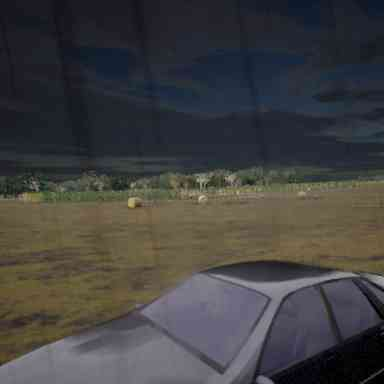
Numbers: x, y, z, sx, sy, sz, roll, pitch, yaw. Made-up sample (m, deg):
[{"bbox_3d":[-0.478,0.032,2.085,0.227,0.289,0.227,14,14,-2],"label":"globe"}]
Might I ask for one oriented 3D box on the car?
[{"bbox_3d":[0.776,1.545,3.637,5.357,1.411,2.033,0,0,-36],"label":"car"}]
